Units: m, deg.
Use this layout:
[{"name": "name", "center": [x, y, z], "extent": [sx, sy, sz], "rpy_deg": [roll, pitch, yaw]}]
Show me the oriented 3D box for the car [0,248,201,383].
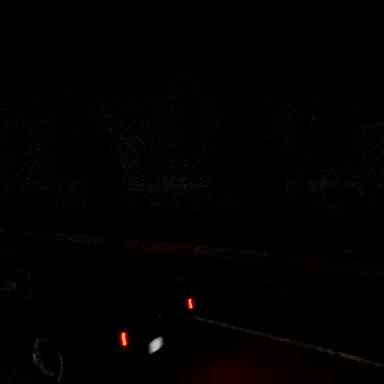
[{"name": "car", "center": [-2.312, 1.590, 5.287], "extent": [4.718, 1.301, 1.895], "rpy_deg": [0, 0, 32]}]
